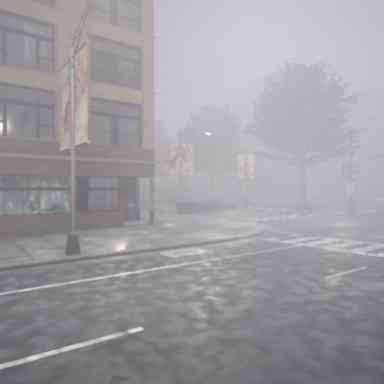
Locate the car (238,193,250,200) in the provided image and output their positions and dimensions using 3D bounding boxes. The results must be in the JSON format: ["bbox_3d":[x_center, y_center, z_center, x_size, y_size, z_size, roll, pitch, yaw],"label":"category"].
[{"bbox_3d":[11.660,1.082,79.739,2.161,1.482,4.786,0,0,-36],"label":"car"}]

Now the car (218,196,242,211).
[{"bbox_3d":[3.194,1.452,38.825,1.895,1.301,4.718,0,0,-36],"label":"car"}]

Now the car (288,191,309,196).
[{"bbox_3d":[22.175,0.961,72.309,2.002,1.452,4.674,0,0,-36],"label":"car"}]

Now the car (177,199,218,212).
[{"bbox_3d":[0.309,1.473,36.841,1.895,1.301,4.718,0,0,-36],"label":"car"}]

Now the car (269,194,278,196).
[{"bbox_3d":[21.279,1.061,86.238,1.895,1.301,4.718,0,0,-36],"label":"car"}]

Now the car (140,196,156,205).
[{"bbox_3d":[-7.536,1.358,53.740,2.128,1.511,4.902,0,0,-36],"label":"car"}]
